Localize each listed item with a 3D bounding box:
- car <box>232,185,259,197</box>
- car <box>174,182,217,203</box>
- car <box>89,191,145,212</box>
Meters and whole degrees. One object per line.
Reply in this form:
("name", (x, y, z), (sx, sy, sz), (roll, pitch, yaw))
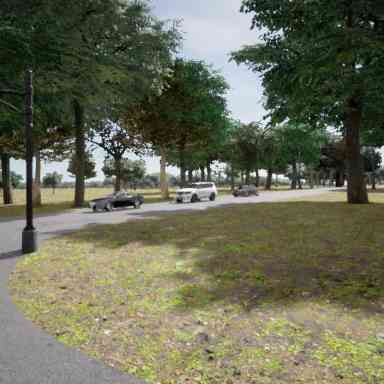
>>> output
("car", (7.107, -0.123, 43.834), (1.837, 1.490, 4.892), (-1, 2, 38))
("car", (0.488, 0.008, 35.271), (2.150, 2.045, 5.566), (-1, 2, 38))
("car", (-6.016, 0.698, 26.831), (2.128, 1.511, 4.902), (-1, 2, 37))
